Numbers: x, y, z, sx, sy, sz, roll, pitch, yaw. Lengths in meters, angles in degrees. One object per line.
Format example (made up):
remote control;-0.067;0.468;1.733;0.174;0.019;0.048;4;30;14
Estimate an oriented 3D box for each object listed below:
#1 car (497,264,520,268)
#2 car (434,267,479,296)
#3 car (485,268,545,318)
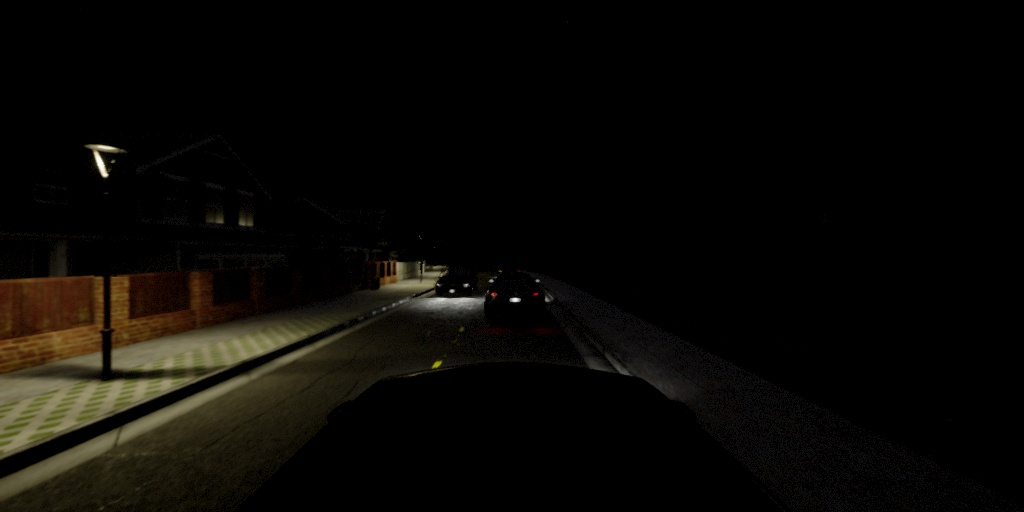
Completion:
car;-0.278;1.327;30.102;1.994;1.385;4.181;0;0;-4
car;-2.877;1.308;19.816;2.033;1.411;5.357;0;0;0
car;0.097;1.320;13.013;1.994;1.385;4.181;0;0;0
